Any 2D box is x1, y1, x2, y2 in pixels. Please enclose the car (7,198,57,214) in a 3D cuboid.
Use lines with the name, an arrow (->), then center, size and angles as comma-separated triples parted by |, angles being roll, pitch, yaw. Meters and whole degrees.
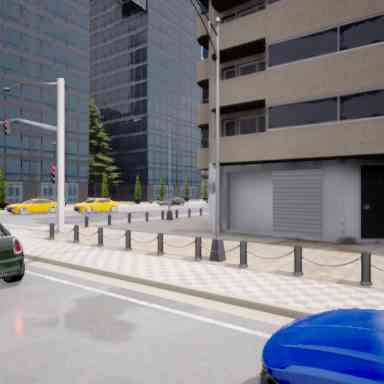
car -> -15.633, 1.420, 33.001 | 1.882, 1.535, 5.008 | 0, 0, 36

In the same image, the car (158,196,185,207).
car -> -3.113, 1.433, 50.285 | 2.128, 1.511, 4.902 | 0, 0, 36

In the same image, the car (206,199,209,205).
car -> 4.156, 1.293, 54.312 | 2.097, 1.767, 4.553 | 0, 0, 36

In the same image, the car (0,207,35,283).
car -> -6.279, 1.351, 8.464 | 4.553, 1.767, 2.097 | 0, 0, 36

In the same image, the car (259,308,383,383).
car -> 2.852, 1.478, 1.954 | 5.008, 1.535, 1.882 | 0, 0, 36

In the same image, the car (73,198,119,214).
car -> -9.984, 1.420, 34.837 | 1.882, 1.535, 5.008 | 0, 0, 36
